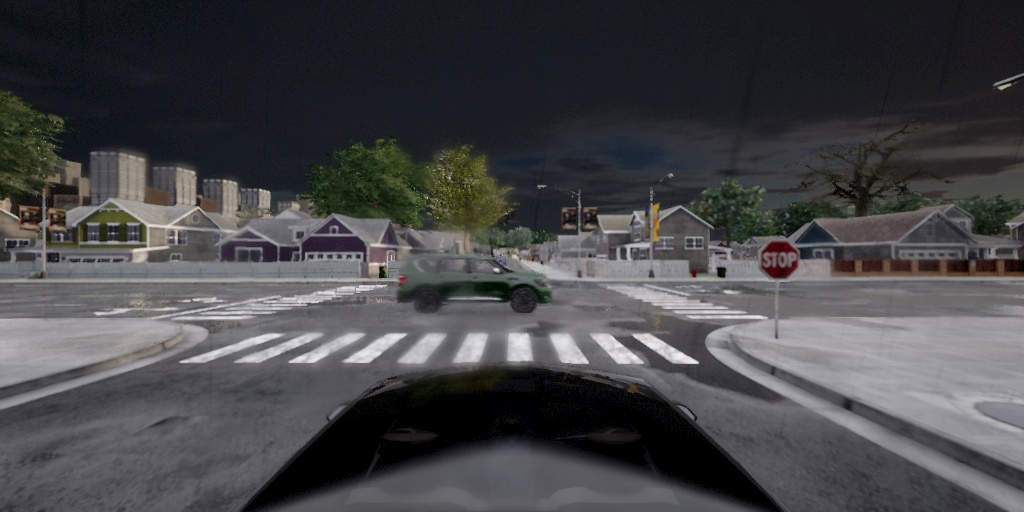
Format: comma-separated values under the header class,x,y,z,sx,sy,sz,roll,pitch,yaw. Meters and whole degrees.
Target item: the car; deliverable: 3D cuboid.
class,x,y,z,sx,sy,sz,roll,pitch,yaw
car,-1.345,0.961,13.105,5.566,2.045,2.150,0,0,0
